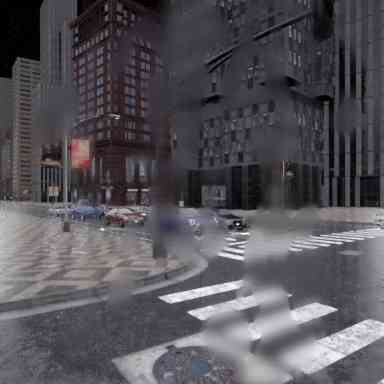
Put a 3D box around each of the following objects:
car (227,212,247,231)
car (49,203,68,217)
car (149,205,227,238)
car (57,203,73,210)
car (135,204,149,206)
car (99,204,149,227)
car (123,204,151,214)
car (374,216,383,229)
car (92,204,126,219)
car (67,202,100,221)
[{"bbox_3d":[1.691,1.861,22.312,1.994,1.385,4.181,0,-1,-36],"label":"car"},{"bbox_3d":[-16.697,2.417,42.417,1.895,1.301,4.718,0,-1,-35],"label":"car"},{"bbox_3d":[-0.383,1.636,19.594,2.097,1.767,4.553,0,-1,-35],"label":"car"},{"bbox_3d":[-24.986,2.851,65.388,1.895,1.301,4.718,0,-1,-36],"label":"car"},{"bbox_3d":[-3.489,1.969,29.530,1.837,1.490,4.892,0,-1,-35],"label":"car"},{"bbox_3d":[-5.534,1.976,26.808,1.812,1.442,4.674,0,-1,-36],"label":"car"},{"bbox_3d":[-7.823,2.373,47.055,1.895,1.301,4.718,0,-1,-36],"label":"car"},{"bbox_3d":[13.165,1.582,19.176,4.674,1.442,1.812,-2,0,26],"label":"car"},{"bbox_3d":[-9.552,2.153,37.984,2.128,1.511,4.902,0,-1,-36],"label":"car"},{"bbox_3d":[-10.928,2.103,34.326,1.882,1.535,5.008,0,-1,-36],"label":"car"}]
